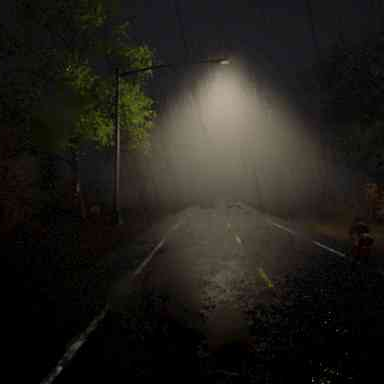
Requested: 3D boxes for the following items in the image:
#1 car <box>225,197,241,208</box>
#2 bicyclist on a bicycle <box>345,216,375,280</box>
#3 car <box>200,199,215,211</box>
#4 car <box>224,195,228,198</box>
[{"bbox_3d":[6.367,1.802,50.875,1.895,1.301,4.718,1,0,5],"label":"car"},{"bbox_3d":[4.712,1.526,9.345,0.582,1.620,1.656,1,0,2],"label":"bicyclist on a bicycle"},{"bbox_3d":[2.083,1.636,43.978,1.812,1.442,4.674,1,0,4],"label":"car"},{"bbox_3d":[8.329,1.921,71.661,1.895,1.301,4.718,1,0,7],"label":"car"}]
